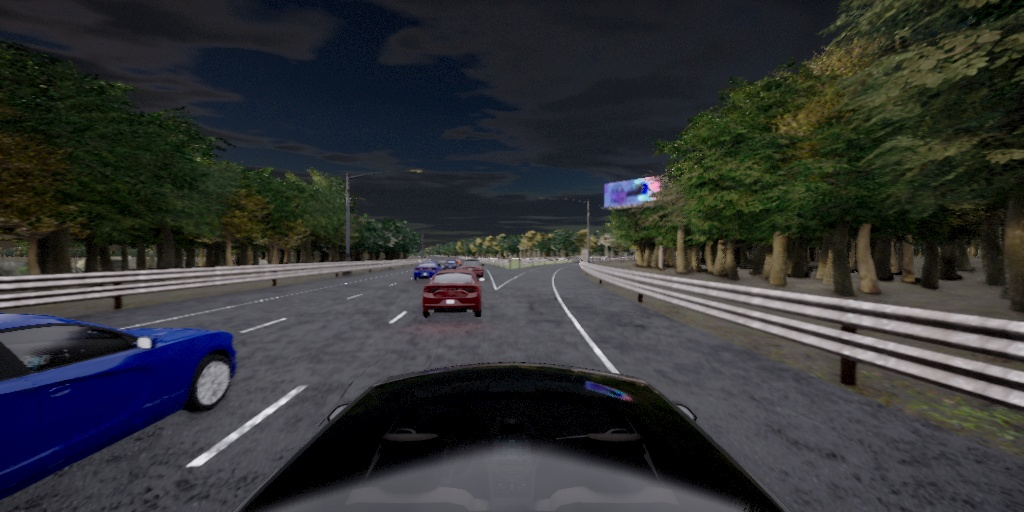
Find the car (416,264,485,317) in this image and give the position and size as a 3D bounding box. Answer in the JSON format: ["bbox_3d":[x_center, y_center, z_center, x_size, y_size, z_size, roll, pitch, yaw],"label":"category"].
[{"bbox_3d":[-2.052,1.236,13.265,1.882,1.535,5.008,0,0,-5],"label":"car"}]

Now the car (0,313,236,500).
[{"bbox_3d":[-4.650,1.217,2.960,1.882,1.535,5.008,0,0,-5],"label":"car"}]

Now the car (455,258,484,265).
[{"bbox_3d":[-3.489,1.093,31.203,2.097,1.767,4.553,0,0,-5],"label":"car"}]

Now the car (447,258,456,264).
[{"bbox_3d":[-8.860,1.306,52.597,1.812,1.442,4.674,0,0,-6],"label":"car"}]

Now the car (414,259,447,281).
[{"bbox_3d":[-6.770,1.210,29.550,1.882,1.535,5.008,0,0,-5],"label":"car"}]

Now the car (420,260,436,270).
[{"bbox_3d":[-12.482,1.304,53.524,1.812,1.442,4.674,0,0,-6],"label":"car"}]
